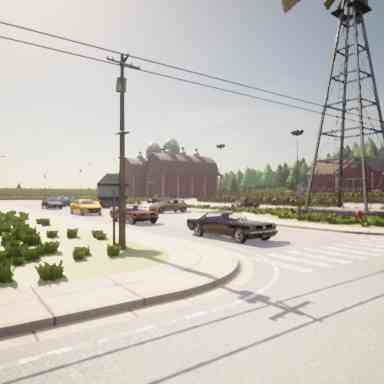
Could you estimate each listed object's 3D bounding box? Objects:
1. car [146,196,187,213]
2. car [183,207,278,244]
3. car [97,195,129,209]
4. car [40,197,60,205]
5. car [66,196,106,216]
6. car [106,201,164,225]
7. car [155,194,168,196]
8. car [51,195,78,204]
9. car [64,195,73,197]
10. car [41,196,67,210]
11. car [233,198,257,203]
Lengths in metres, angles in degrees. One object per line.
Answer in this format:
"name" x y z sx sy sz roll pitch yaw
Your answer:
"car" -2.566 1.501 35.748 4.193 1.474 1.816 0 0 -36
"car" 1.809 1.598 16.115 1.895 1.301 4.718 0 0 -37
"car" -10.979 1.309 46.298 3.866 1.878 1.905 0 0 -36
"car" -25.093 1.544 58.694 2.033 1.411 5.357 0 0 -36
"car" -10.486 1.475 32.728 1.882 1.535 5.008 0 0 -36
"car" -4.294 1.598 24.348 1.895 1.301 4.718 0 0 -36
"car" -6.289 1.302 62.345 4.605 1.855 1.932 0 0 -36
"car" -25.260 1.476 65.843 4.611 1.667 2.242 0 0 -36
"car" -18.933 1.488 50.365 2.128 1.511 4.902 0 0 -36
"car" -18.250 1.545 43.309 2.033 1.411 5.357 0 0 -36
"car" 7.118 1.513 44.301 3.905 1.438 1.784 0 0 -36
